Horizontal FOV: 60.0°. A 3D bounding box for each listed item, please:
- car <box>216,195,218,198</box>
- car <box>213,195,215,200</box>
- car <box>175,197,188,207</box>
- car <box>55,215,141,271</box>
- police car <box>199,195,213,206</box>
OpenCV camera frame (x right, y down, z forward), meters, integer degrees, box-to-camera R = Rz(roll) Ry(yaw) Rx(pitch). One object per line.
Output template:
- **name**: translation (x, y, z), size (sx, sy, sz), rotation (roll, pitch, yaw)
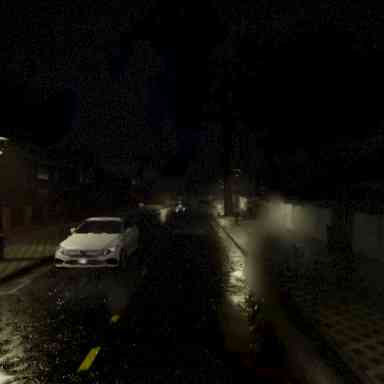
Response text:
- **car**: translation (5.098, 1.549, 91.279), size (2.128, 1.511, 4.902), rotation (0, 0, 9)
- **car**: translation (3.052, 1.599, 67.012), size (1.812, 1.442, 4.674), rotation (0, 0, 5)
- **car**: translation (-1.651, 1.546, 53.734), size (2.128, 1.511, 4.902), rotation (0, 0, 4)
- **car**: translation (-2.850, 1.531, 11.011), size (1.812, 1.442, 4.674), rotation (0, 0, 0)
- **police car**: translation (2.218, 1.483, 57.202), size (1.930, 1.638, 5.238), rotation (0, 0, 4)
